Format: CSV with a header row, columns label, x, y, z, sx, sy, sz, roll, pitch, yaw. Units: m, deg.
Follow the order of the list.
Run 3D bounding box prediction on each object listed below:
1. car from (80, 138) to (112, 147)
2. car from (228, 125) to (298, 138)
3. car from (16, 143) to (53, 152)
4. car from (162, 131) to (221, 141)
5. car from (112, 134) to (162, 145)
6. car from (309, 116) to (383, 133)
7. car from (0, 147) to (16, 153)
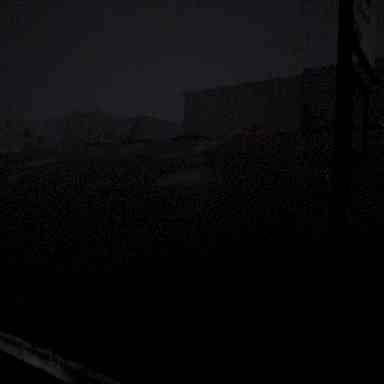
label,x,y,z,sx,sy,sz,roll,pitch,yaw
car,-8.915,-4.515,32.641,4.892,1.521,2.231,2,1,34
car,5.001,-3.984,23.580,5.008,1.535,2.097,2,1,32
car,-17.949,-4.940,38.800,4.553,1.767,2.185,2,1,34
car,0.292,-4.131,26.510,4.674,1.452,2.002,2,1,33
car,-4.351,-4.352,29.540,4.892,1.521,2.231,2,1,34
car,9.754,-3.924,20.762,4.553,1.767,2.185,2,1,31
car,-22.490,-4.923,41.896,4.674,1.452,2.002,2,1,34
